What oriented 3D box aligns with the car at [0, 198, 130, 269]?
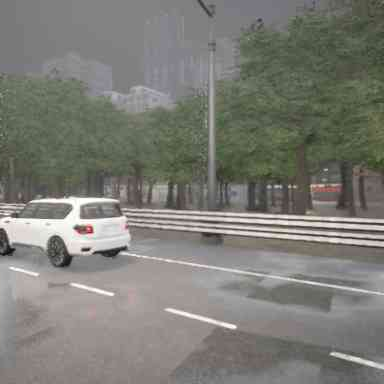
[{"bbox_3d":[-4.582,1.215,11.438,5.566,2.045,2.150,0,0,36],"label":"car"}]
